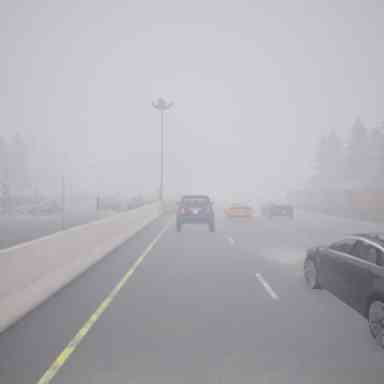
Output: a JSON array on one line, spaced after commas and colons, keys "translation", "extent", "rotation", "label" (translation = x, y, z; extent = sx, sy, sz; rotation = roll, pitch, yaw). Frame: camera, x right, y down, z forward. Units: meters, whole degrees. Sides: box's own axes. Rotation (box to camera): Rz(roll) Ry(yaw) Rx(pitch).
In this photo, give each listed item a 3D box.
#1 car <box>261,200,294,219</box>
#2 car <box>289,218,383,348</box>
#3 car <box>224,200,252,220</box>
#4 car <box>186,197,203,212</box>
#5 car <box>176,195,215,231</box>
[{"translation": [7.243, 1.457, 28.690], "extent": [1.882, 1.535, 5.008], "rotation": [0, 0, 0], "label": "car"}, {"translation": [3.627, 1.495, 6.185], "extent": [2.128, 1.511, 4.902], "rotation": [0, 0, 0], "label": "car"}, {"translation": [3.738, 1.444, 27.598], "extent": [1.882, 1.535, 5.008], "rotation": [0, 0, 0], "label": "car"}, {"translation": [0.303, 1.435, 39.528], "extent": [1.837, 1.490, 4.892], "rotation": [0, 0, 0], "label": "car"}, {"translation": [0.201, 1.181, 20.441], "extent": [2.150, 2.045, 5.566], "rotation": [0, 0, 0], "label": "car"}]
